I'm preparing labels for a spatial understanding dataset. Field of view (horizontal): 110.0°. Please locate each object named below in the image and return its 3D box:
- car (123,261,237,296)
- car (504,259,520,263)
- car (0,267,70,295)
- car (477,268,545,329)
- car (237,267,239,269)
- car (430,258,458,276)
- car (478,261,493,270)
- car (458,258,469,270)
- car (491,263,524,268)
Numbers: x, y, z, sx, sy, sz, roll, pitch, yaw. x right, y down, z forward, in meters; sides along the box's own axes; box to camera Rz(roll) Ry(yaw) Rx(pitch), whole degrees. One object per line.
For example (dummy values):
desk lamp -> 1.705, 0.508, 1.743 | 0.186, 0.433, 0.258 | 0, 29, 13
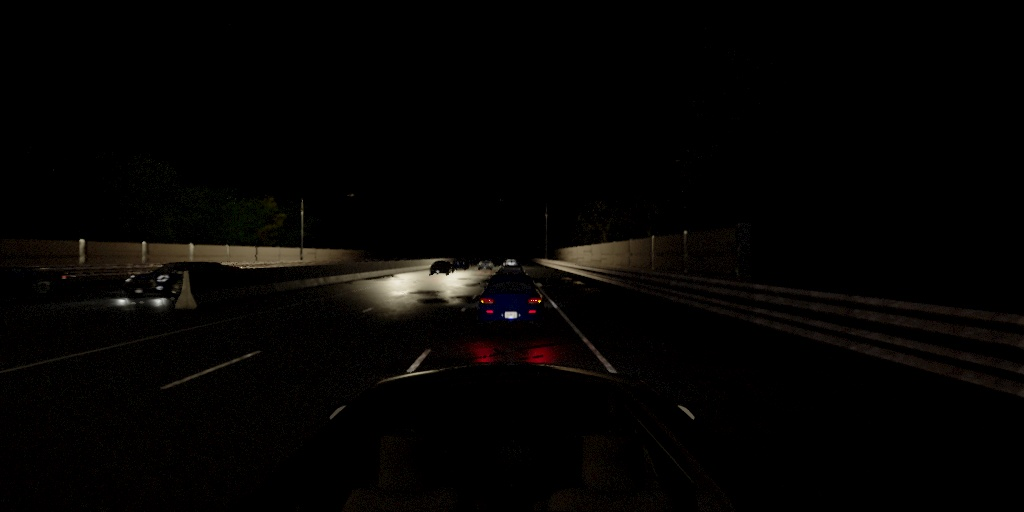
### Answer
car -> -17.654, 1.075, 19.187 | 2.097, 1.767, 4.553 | 0, 0, 0
car -> -0.008, 1.196, 30.146 | 2.128, 1.511, 4.902 | 0, 0, 0
car -> -24.684, 1.218, 16.784 | 2.033, 1.411, 5.357 | 0, 2, -1
car -> -0.033, 1.261, 11.022 | 1.812, 1.442, 4.674 | 0, 0, 0
car -> -21.163, 1.192, 24.547 | 1.882, 1.535, 5.008 | 0, 0, 0
car -> -7.034, 1.202, 36.329 | 1.837, 1.490, 4.892 | 0, 1, 0
car -> -3.591, 1.274, 49.747 | 1.895, 1.301, 4.718 | 0, 0, 0
car -> -7.089, 1.026, 49.192 | 2.097, 1.767, 4.553 | 0, 0, 0
car -> -0.073, 1.319, 21.631 | 1.895, 1.301, 4.718 | 0, 0, 0
